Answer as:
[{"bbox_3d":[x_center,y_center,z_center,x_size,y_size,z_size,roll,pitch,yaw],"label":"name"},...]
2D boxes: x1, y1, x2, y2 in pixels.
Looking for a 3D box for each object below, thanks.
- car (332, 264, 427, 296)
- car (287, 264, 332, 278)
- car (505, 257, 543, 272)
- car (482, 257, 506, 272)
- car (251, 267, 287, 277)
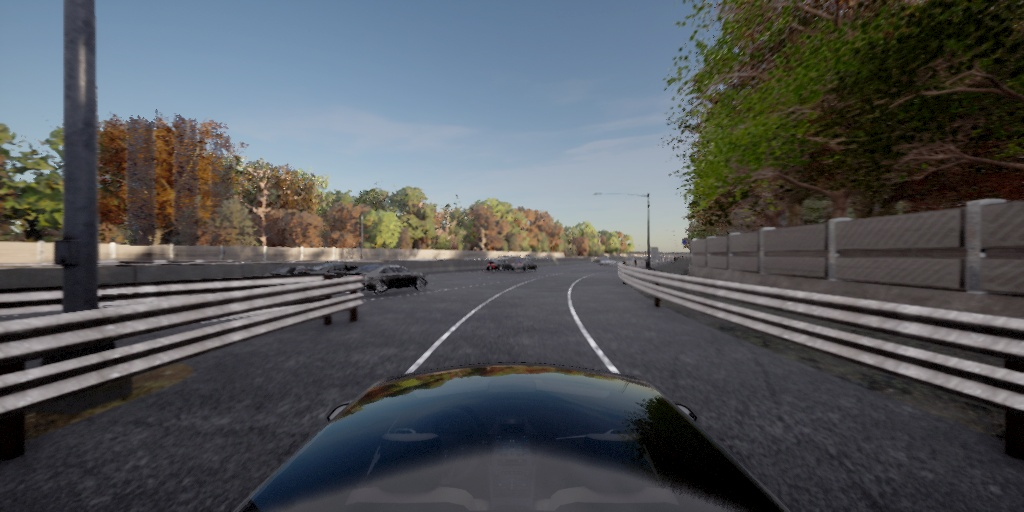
[{"bbox_3d":[-6.543,1.179,19.036,2.128,1.511,4.902,1,0,26],"label":"car"},{"bbox_3d":[-9.730,1.173,20.505,1.837,1.490,4.892,0,0,26],"label":"car"},{"bbox_3d":[1.538,1.141,43.055,2.128,1.511,4.902,0,0,27],"label":"car"},{"bbox_3d":[-1.497,1.165,44.810,1.837,1.490,4.892,0,0,27],"label":"car"},{"bbox_3d":[-12.925,1.277,21.948,1.895,1.301,4.718,0,0,26],"label":"car"}]
